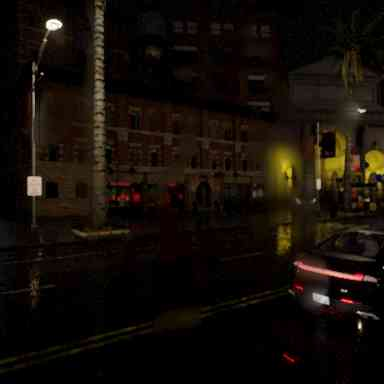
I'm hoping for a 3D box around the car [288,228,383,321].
[{"bbox_3d":[4.033,1.482,6.693,4.902,1.511,2.128,0,0,-35],"label":"car"}]
